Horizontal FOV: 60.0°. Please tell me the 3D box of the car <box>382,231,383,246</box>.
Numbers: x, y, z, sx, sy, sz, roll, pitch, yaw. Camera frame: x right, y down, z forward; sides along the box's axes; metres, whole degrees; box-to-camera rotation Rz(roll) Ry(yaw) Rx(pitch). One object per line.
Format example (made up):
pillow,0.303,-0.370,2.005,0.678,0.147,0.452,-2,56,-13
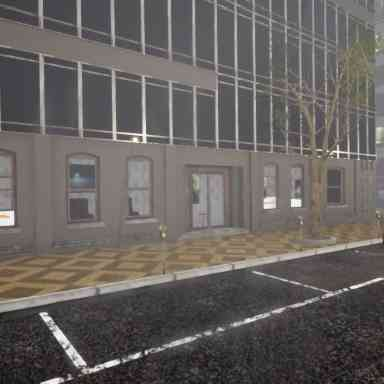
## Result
car,9.365,1.436,13.280,4.097,1.590,1.967,0,-1,-36
